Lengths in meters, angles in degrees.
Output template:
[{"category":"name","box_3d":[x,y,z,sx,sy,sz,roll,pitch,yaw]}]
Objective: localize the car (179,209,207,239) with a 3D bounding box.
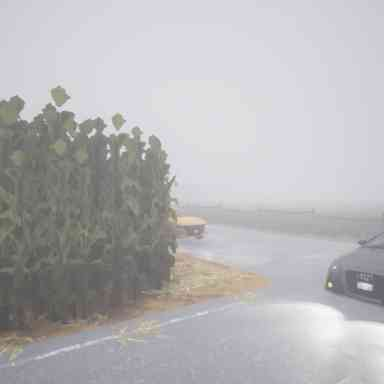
[{"category":"car","box_3d":[-1.258,1.475,16.747,1.882,1.535,5.008,0,0,-35]}]

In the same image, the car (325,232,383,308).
[{"category":"car","box_3d":[4.817,1.557,7.305,4.181,1.385,1.994,0,0,-35]}]
